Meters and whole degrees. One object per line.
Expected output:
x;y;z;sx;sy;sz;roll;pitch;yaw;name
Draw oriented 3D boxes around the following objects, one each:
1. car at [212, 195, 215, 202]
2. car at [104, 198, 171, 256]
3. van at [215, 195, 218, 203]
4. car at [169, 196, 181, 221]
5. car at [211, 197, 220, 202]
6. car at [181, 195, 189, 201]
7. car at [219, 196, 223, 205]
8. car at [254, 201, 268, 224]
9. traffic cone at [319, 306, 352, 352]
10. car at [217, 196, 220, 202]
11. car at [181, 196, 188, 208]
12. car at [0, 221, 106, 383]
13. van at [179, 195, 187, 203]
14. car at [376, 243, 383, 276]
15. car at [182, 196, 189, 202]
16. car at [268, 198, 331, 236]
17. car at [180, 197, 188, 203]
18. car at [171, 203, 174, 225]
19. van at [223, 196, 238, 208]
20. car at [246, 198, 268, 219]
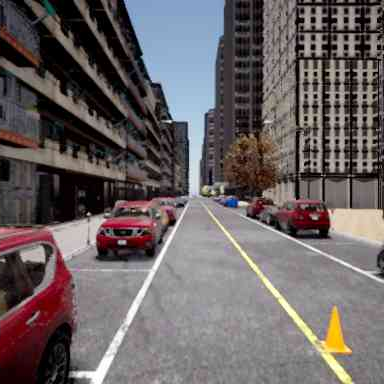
6.472;1.951;81.271;1.802;1.307;4.206;0;0;0;car
-2.264;1.332;13.360;2.192;1.841;5.009;1;0;0;car
6.415;1.641;69.947;1.690;1.788;3.998;0;0;0;van
-2.205;1.364;24.688;2.192;1.841;5.009;1;0;0;car
6.532;2.001;92.597;2.008;1.369;4.403;0;0;0;car
-1.967;1.818;69.991;1.947;1.339;4.313;0;0;0;car
6.353;1.825;58.621;1.802;1.307;4.206;1;0;0;car
6.173;1.648;24.642;2.008;1.369;4.403;1;0;0;car
2.096;1.978;4.874;0.340;0.580;0.340;0;0;0;traffic cone
6.383;1.853;64.283;1.802;1.307;4.206;0;0;0;car
-2.057;1.733;53.002;1.947;1.339;4.313;1;0;0;car
-2.325;1.306;2.034;2.192;1.841;5.009;1;0;0;car
-1.935;1.626;75.656;1.690;1.788;3.998;0;0;0;van
6.084;1.492;7.652;1.967;1.590;4.097;1;0;0;car
-1.848;1.926;92.472;1.752;1.417;4.829;0;0;0;car
6.145;1.395;18.980;2.192;1.841;5.009;1;0;0;car
-1.907;1.872;81.317;2.008;1.369;4.403;0;0;0;car
-2.238;1.557;18.854;1.752;1.417;4.829;1;0;0;car
6.325;1.556;52.958;1.690;1.788;3.998;1;0;0;van
6.205;1.432;30.305;2.192;1.841;5.009;1;0;0;car
